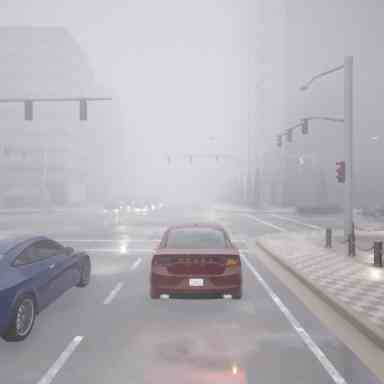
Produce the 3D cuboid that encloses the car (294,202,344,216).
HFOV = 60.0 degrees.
[{"bbox_3d":[12.036,1.545,30.908,4.718,1.301,1.895,0,0,1],"label":"car"}]

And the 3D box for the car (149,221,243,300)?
[{"bbox_3d":[0.094,1.478,8.482,1.882,1.535,5.008,0,0,0],"label":"car"}]

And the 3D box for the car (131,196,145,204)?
[{"bbox_3d":[-10.425,1.564,64.765,1.994,1.385,4.181,0,0,1],"label":"car"}]

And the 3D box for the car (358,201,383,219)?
[{"bbox_3d":[16.327,1.436,27.364,4.902,1.511,2.128,0,0,0],"label":"car"}]

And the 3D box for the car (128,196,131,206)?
[{"bbox_3d":[-10.494,1.491,54.767,2.128,1.511,4.902,0,0,0],"label":"car"}]

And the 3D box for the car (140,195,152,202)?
[{"bbox_3d":[-10.371,1.478,75.152,1.882,1.535,5.008,0,0,0],"label":"car"}]

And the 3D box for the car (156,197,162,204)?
[{"bbox_3d":[-6.979,1.491,57.933,2.128,1.511,4.902,0,0,0],"label":"car"}]

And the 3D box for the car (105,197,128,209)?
[{"bbox_3d":[-10.520,1.505,45.539,1.837,1.490,4.892,0,0,0],"label":"car"}]

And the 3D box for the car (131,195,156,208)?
[{"bbox_3d":[-7.013,1.491,48.626,2.128,1.511,4.902,0,0,0],"label":"car"}]

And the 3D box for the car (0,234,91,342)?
[{"bbox_3d":[-3.419,1.526,6.354,1.812,1.442,4.674,0,0,0],"label":"car"}]

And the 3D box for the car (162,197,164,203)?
[{"bbox_3d":[-6.889,1.601,68.224,1.895,1.301,4.718,0,0,0],"label":"car"}]
